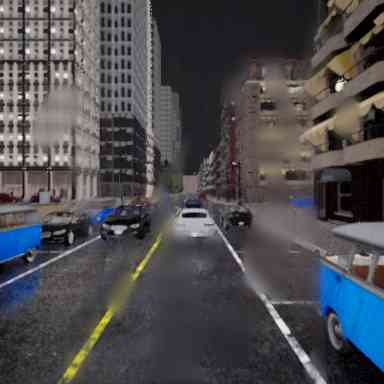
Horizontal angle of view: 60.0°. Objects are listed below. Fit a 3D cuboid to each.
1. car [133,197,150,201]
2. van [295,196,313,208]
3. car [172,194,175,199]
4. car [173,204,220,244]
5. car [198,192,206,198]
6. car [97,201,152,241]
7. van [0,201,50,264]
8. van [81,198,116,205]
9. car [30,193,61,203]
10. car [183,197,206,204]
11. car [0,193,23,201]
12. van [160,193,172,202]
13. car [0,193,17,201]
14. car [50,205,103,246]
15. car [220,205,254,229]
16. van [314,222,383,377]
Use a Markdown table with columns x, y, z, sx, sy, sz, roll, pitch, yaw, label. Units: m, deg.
| x | y | z | sx | sy | sz | roll | pitch | yaw | label |
| --- | --- | --- | --- | --- | --- | --- | --- | --- | --- |
| -5.686 | 1.296 | 37.365 | 1.967 | 1.590 | 4.097 | 0 | 0 | 0 | car |
| 16.937 | 1.520 | 48.096 | 3.998 | 1.788 | 1.690 | 1 | -1 | 0 | van |
| -5.678 | 1.201 | 91.873 | 1.752 | 1.417 | 4.829 | 0 | 0 | 0 | car |
| 0.101 | 1.465 | 15.354 | 1.812 | 1.442 | 4.674 | 0 | -1 | 0 | car |
| 2.701 | 1.007 | 86.491 | 2.192 | 1.841 | 5.009 | 0 | 0 | 0 | car |
| -3.097 | 1.425 | 16.477 | 2.128 | 1.511 | 4.902 | 0 | 0 | 0 | car |
| -5.690 | 1.304 | 9.121 | 1.690 | 1.788 | 3.998 | 0 | 0 | 0 | van |
| -5.688 | 1.260 | 20.419 | 1.690 | 1.788 | 3.998 | 0 | 0 | 0 | van |
| -21.125 | 0.886 | 48.148 | 4.097 | 1.590 | 1.967 | 1 | -1 | 0 | car |
| 0.103 | 1.445 | 30.528 | 1.994 | 1.385 | 4.181 | 0 | 0 | 0 | car |
| -26.702 | 0.921 | 48.133 | 4.206 | 1.307 | 1.802 | 1 | -1 | 0 | car |
| -5.681 | 1.085 | 69.839 | 1.690 | 1.788 | 3.998 | 0 | 0 | 0 | van |
| -32.355 | 0.769 | 56.501 | 4.206 | 1.307 | 1.802 | 1 | -1 | 0 | car |
| -5.689 | 1.491 | 14.771 | 2.008 | 1.369 | 4.403 | 0 | 0 | 0 | car |
| 2.693 | 1.469 | 20.418 | 2.008 | 1.369 | 4.403 | 0 | 0 | 0 | car |
| 2.690 | 1.326 | 3.472 | 1.690 | 1.788 | 3.998 | 0 | 0 | 0 | van |
